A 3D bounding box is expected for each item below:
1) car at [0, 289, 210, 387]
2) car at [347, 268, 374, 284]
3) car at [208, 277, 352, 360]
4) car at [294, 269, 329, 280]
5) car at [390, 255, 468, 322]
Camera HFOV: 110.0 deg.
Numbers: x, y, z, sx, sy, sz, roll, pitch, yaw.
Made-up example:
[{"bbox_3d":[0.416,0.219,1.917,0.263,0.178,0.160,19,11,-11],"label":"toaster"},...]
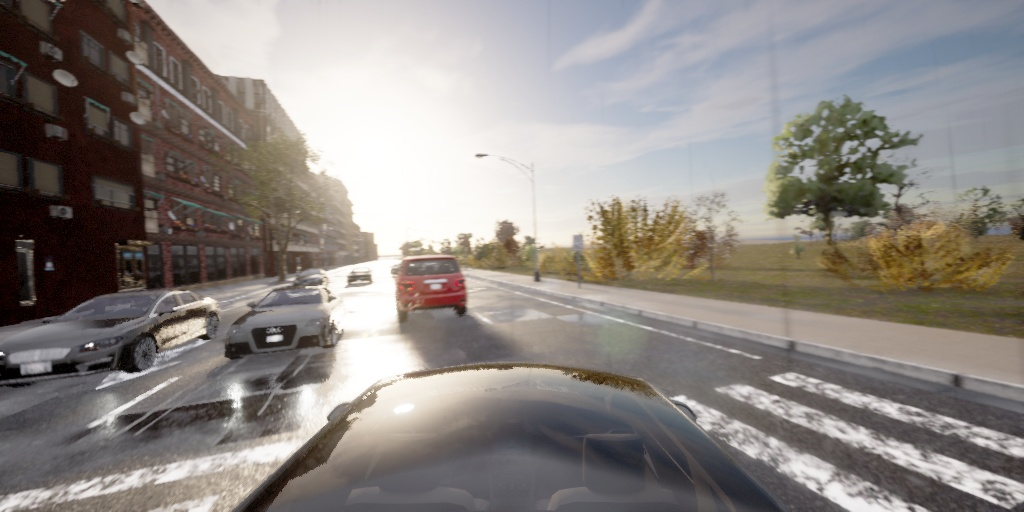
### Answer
[{"bbox_3d":[-8.563,1.573,8.157,2.128,1.511,4.902,-3,1,-19],"label":"car"},{"bbox_3d":[-12.670,1.643,30.056,1.895,1.301,4.718,-3,1,-19],"label":"car"},{"bbox_3d":[-5.476,1.493,9.175,1.994,1.385,4.181,-3,1,-19],"label":"car"},{"bbox_3d":[-15.116,1.709,27.174,1.812,1.442,4.674,-3,1,-19],"label":"car"},{"bbox_3d":[-3.113,1.003,13.026,2.150,2.045,5.566,-3,1,-19],"label":"car"}]
